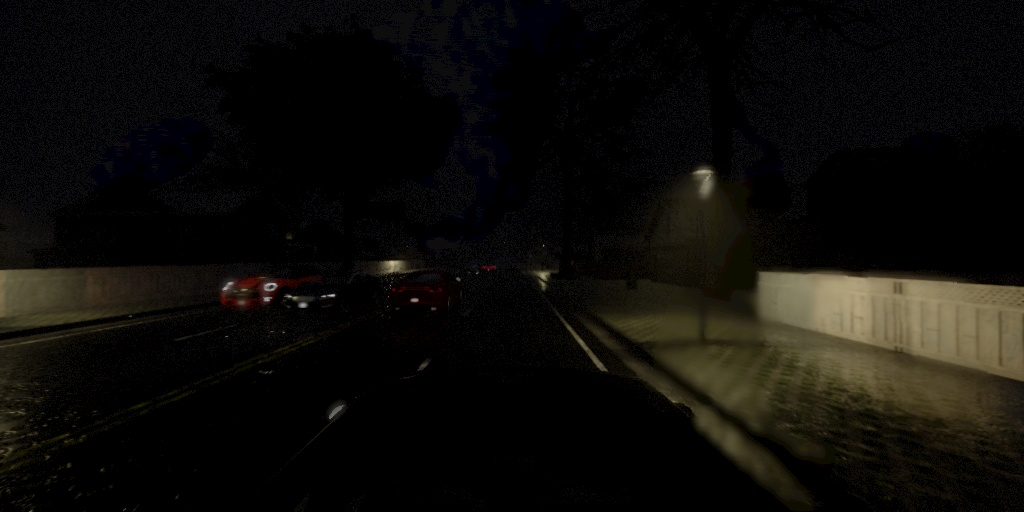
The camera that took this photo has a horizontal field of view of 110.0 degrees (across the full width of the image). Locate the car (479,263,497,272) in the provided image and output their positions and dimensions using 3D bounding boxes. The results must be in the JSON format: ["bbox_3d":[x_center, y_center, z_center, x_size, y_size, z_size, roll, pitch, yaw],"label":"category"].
[{"bbox_3d":[-3.158,1.610,50.907,1.895,1.301,4.718,0,0,0],"label":"car"}]

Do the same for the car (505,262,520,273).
[{"bbox_3d":[0.093,1.550,49.670,2.033,1.411,5.357,0,0,0],"label":"car"}]

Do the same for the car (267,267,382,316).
[{"bbox_3d":[-6.602,1.301,13.778,2.128,1.511,4.902,0,0,0],"label":"car"}]

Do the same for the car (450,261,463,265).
[{"bbox_3d":[-9.763,1.640,63.003,1.994,1.385,4.181,0,0,0],"label":"car"}]

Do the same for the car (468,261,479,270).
[{"bbox_3d":[-6.520,1.598,62.435,1.812,1.442,4.674,0,0,0],"label":"car"}]

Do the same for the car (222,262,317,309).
[{"bbox_3d":[-9.852,1.169,15.359,2.097,1.767,4.553,0,0,0],"label":"car"}]

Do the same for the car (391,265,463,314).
[{"bbox_3d":[-3.152,1.289,14.087,1.882,1.535,5.008,0,0,0],"label":"car"}]
